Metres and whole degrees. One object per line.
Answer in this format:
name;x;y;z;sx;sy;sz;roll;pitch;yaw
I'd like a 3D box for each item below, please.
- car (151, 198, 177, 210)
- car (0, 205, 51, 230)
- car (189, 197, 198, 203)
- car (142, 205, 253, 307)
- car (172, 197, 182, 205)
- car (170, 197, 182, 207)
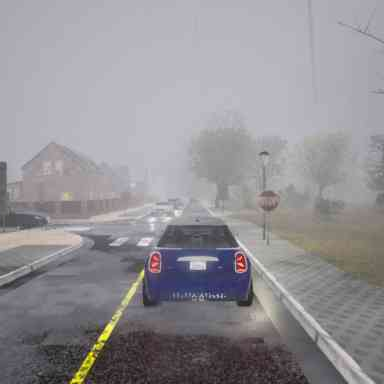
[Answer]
car;-2.820;1.573;32.667;1.812;1.442;4.674;0;0;2
car;-10.995;1.505;19.804;4.902;1.511;2.128;0;-1;-2
car;0.287;1.727;71.536;2.033;1.411;5.357;0;0;0
car;0.115;1.358;8.158;2.097;1.767;4.553;0;0;0
car;-2.715;1.581;43.703;1.837;1.490;4.892;0;0;0
car;-2.670;1.621;56.034;1.837;1.490;4.892;0;0;-1
